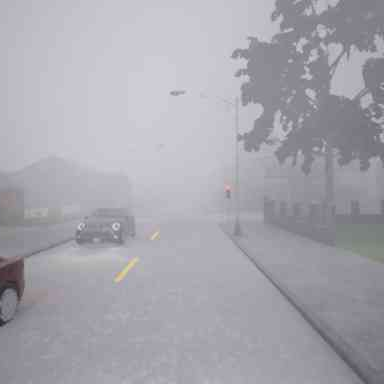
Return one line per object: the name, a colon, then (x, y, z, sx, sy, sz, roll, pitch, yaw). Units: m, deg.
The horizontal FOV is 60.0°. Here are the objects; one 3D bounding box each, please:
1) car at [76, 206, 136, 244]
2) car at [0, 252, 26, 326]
car: (-4.163, 1.542, 16.721, 2.097, 1.767, 4.553, 0, -1, 0)
car: (-4.142, 1.530, 4.401, 1.882, 1.535, 5.008, 0, -1, 0)
